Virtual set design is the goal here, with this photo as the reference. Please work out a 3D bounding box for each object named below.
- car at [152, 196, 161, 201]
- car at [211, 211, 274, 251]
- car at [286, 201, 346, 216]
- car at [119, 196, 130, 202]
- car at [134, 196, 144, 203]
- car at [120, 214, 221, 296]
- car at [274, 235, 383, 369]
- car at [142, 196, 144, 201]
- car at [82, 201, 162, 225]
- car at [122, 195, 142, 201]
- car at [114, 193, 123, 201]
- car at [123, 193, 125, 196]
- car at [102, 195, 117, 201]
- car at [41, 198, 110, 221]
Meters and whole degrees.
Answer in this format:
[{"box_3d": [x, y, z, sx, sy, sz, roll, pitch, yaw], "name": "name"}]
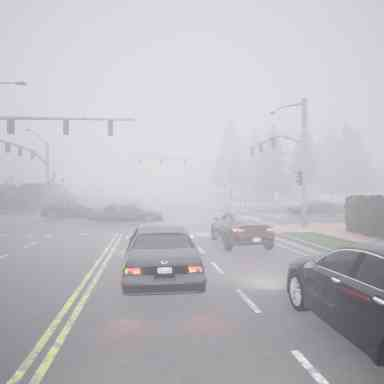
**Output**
[{"box_3d": [-7.963, 1.553, 74.118, 1.994, 1.385, 4.181, 0, 0, -6], "name": "car"}, {"box_3d": [2.016, 1.526, 14.118, 1.812, 1.442, 4.674, 0, 0, -7], "name": "car"}, {"box_3d": [12.086, 1.547, 32.464, 5.357, 1.411, 2.033, 0, 0, -5], "name": "car"}, {"box_3d": [-15.007, 1.540, 74.110, 2.033, 1.411, 5.357, 0, 0, -6], "name": "car"}, {"box_3d": [-10.995, 1.524, 69.584, 1.812, 1.442, 4.674, 0, 0, -6], "name": "car"}, {"box_3d": [-0.830, 1.547, 8.858, 2.033, 1.411, 5.357, 0, 0, -7], "name": "car"}, {"box_3d": [2.985, 1.505, 4.923, 1.837, 1.490, 4.892, 0, 0, -5], "name": "car"}, {"box_3d": [-9.966, 1.478, 59.437, 1.882, 1.535, 5.008, 0, 0, -6], "name": "car"}, {"box_3d": [-4.725, 1.548, 23.840, 5.357, 1.411, 2.033, 0, 0, -5], "name": "car"}, {"box_3d": [-8.994, 1.526, 50.262, 1.812, 1.442, 4.674, 0, 0, -6], "name": "car"}, {"box_3d": [-12.917, 1.352, 54.031, 2.097, 1.767, 4.553, 0, 0, -6], "name": "car"}, {"box_3d": [-13.911, 1.222, 63.625, 2.150, 2.045, 5.566, 0, 0, -6], "name": "car"}, {"box_3d": [-12.014, 1.491, 44.872, 2.128, 1.511, 4.902, 0, 0, -4], "name": "car"}, {"box_3d": [-9.533, 1.477, 26.953, 5.008, 1.535, 1.882, 0, 0, -5], "name": "car"}]
